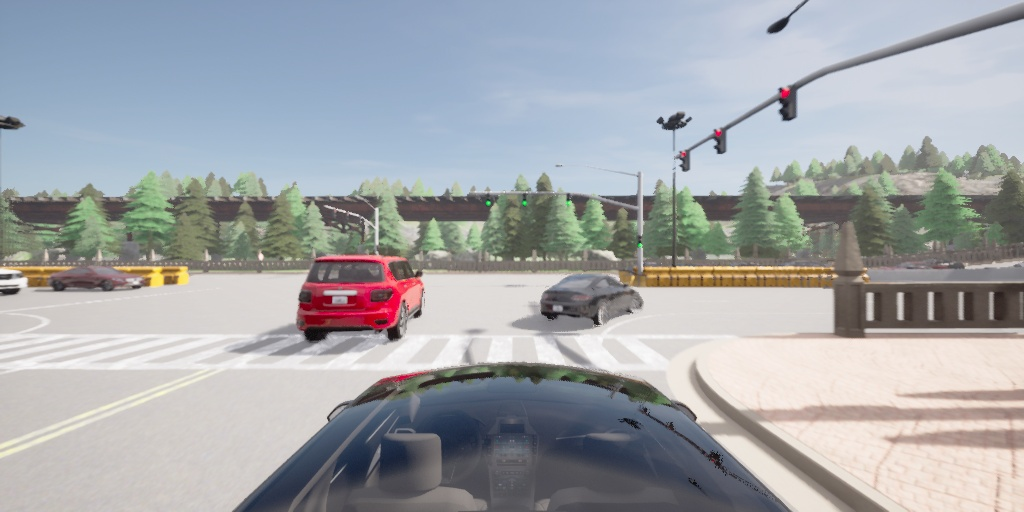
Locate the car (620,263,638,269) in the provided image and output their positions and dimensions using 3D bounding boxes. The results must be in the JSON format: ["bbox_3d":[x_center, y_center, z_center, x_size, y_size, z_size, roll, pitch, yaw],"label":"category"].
[{"bbox_3d":[13.127,1.356,35.591,4.902,1.511,2.128,0,0,0],"label":"car"}]

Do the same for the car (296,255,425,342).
[{"bbox_3d":[-3.857,1.002,10.106,2.150,2.045,5.566,0,0,-6],"label":"car"}]

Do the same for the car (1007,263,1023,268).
[{"bbox_3d":[42.044,1.068,28.527,5.357,1.411,2.033,-3,0,0],"label":"car"}]

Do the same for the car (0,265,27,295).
[{"bbox_3d":[-28.284,1.024,18.066,5.566,2.045,2.150,0,0,0],"label":"car"}]

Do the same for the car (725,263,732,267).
[{"bbox_3d":[16.542,1.379,32.078,4.674,1.442,1.812,0,0,0],"label":"car"}]

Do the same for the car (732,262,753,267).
[{"bbox_3d":[22.544,1.370,35.557,4.892,1.490,1.837,0,0,0],"label":"car"}]

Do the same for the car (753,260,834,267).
[{"bbox_3d":[22.424,1.194,28.559,4.553,1.767,2.097,0,0,0],"label":"car"}]

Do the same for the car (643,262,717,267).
[{"bbox_3d":[13.403,1.319,28.591,5.008,1.535,1.882,0,0,0],"label":"car"}]

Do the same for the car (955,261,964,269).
[{"bbox_3d":[41.596,1.070,35.527,4.892,1.490,1.837,-3,0,0],"label":"car"}]

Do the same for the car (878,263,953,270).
[{"bbox_3d":[31.412,1.429,28.543,4.718,1.301,1.895,0,0,0],"label":"car"}]

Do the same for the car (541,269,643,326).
[{"bbox_3d":[2.706,1.310,11.890,1.812,1.442,4.674,-1,-1,38],"label":"car"}]

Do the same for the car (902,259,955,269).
[{"bbox_3d":[35.677,1.246,32.040,5.008,1.535,1.882,-1,0,0],"label":"car"}]

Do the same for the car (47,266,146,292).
[{"bbox_3d":[-24.910,1.340,21.550,4.674,1.442,1.812,0,0,0],"label":"car"}]
